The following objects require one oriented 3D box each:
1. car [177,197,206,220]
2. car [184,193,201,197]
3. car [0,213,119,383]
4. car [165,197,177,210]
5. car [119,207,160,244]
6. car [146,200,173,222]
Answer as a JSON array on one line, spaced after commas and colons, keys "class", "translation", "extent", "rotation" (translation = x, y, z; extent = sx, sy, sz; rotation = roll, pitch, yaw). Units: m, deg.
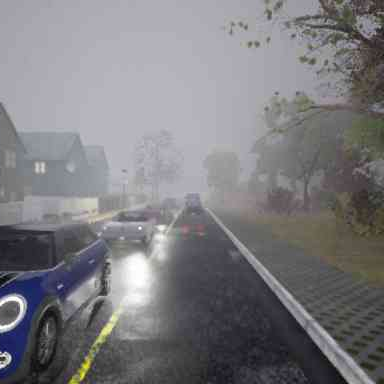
[{"class": "car", "translation": [0.091, 1.461, 27.666], "extent": [2.128, 1.511, 4.902], "rotation": [0, 0, 0]}, {"class": "car", "translation": [0.080, 1.174, 44.421], "extent": [2.150, 2.045, 5.566], "rotation": [0, 0, 0]}, {"class": "car", "translation": [-2.845, 1.345, 5.601], "extent": [2.097, 1.767, 4.553], "rotation": [0, 0, 0]}, {"class": "car", "translation": [-2.776, 1.431, 43.276], "extent": [1.882, 1.535, 5.008], "rotation": [0, 0, 0]}, {"class": "car", "translation": [-2.848, 1.583, 15.804], "extent": [1.895, 1.301, 4.718], "rotation": [0, 0, 0]}, {"class": "car", "translation": [-2.812, 1.571, 25.721], "extent": [1.895, 1.301, 4.718], "rotation": [0, 0, 1]}]
